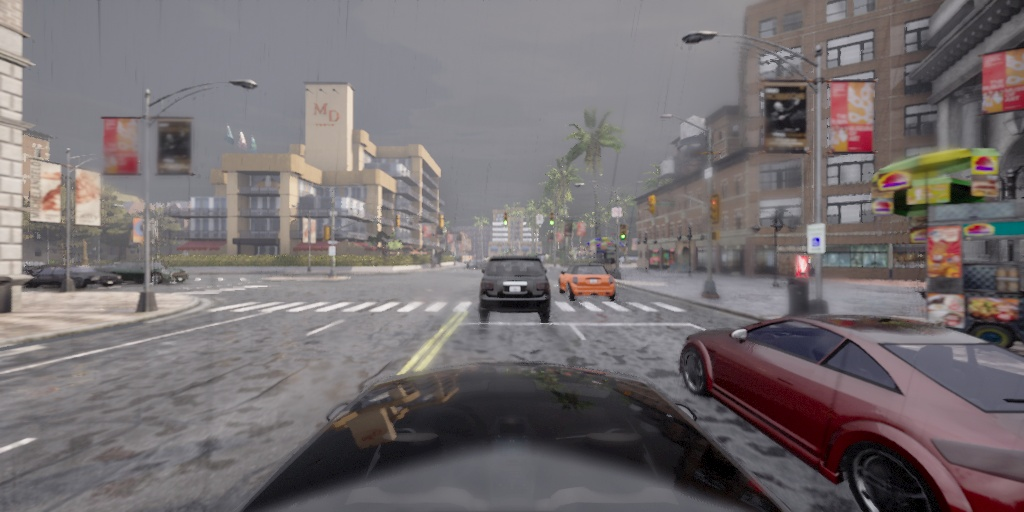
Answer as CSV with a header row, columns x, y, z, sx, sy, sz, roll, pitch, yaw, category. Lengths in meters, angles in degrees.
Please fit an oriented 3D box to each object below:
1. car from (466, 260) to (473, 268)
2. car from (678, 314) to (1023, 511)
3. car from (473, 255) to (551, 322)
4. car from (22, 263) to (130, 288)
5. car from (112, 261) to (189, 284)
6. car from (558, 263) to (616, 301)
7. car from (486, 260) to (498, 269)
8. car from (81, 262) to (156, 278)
x,y,z,sx,sy,sz,roll,pitch,yaw,category
-7.025,1.398,63.911,2.128,1.511,4.902,0,0,0,car
3.577,1.320,3.907,1.994,1.385,4.181,0,0,0,car
0.089,1.000,12.543,2.150,2.045,5.566,0,0,0,car
-29.001,1.352,23.497,5.357,1.411,2.033,0,0,0,car
-27.223,1.165,27.014,4.553,1.767,2.097,0,0,0,car
3.592,1.142,17.929,2.097,1.767,4.553,0,0,0,car
-3.525,1.433,63.868,1.812,1.442,4.674,0,0,0,car
-38.413,1.325,35.101,4.902,1.511,2.128,0,0,0,car
